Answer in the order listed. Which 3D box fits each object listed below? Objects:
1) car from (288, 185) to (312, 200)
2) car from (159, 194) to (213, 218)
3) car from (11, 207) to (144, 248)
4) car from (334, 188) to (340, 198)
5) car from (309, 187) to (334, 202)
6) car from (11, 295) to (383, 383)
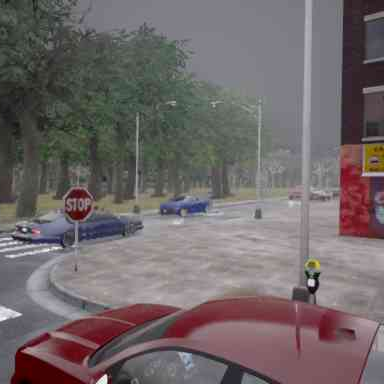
[{"bbox_3d":[15.350,0.093,46.526,2.150,2.045,5.566,1,1,36],"label":"car"},{"bbox_3d":[-0.377,0.949,24.582,1.882,1.535,5.008,1,2,35],"label":"car"},{"bbox_3d":[-4.438,1.324,13.791,2.033,1.411,5.357,1,2,35],"label":"car"},{"bbox_3d":[24.155,0.178,53.960,1.837,1.490,4.892,1,2,35],"label":"car"},{"bbox_3d":[16.848,0.472,43.698,1.812,1.442,4.674,1,2,35],"label":"car"},{"bbox_3d":[0.363,1.544,2.534,4.507,1.381,1.887,0,1,35],"label":"car"}]
